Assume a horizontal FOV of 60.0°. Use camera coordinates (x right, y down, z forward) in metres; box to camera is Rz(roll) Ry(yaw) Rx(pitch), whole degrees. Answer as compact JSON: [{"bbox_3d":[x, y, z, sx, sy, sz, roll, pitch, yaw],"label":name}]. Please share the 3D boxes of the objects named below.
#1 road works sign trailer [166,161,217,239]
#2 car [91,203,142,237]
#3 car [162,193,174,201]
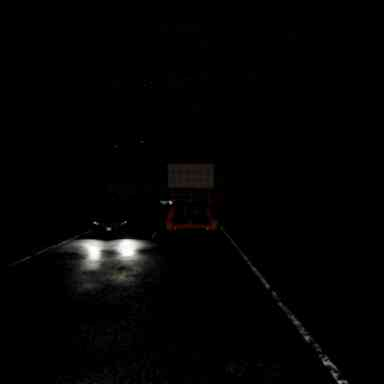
[{"bbox_3d":[-0.039,0.274,16.188,2.380,3.560,2.880,0,1,-1],"label":"road works sign trailer"},{"bbox_3d":[-3.664,1.327,16.931,1.812,1.442,4.674,0,1,0],"label":"car"},{"bbox_3d":[-4.145,0.878,58.115,2.033,1.411,5.357,0,1,0],"label":"car"}]
